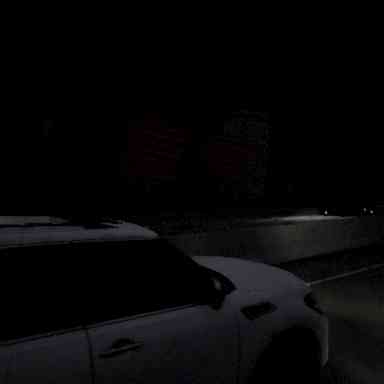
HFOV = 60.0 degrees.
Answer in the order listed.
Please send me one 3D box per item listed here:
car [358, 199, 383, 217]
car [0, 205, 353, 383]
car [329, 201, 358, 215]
[{"bbox_3d":[16.767,1.408,28.828,4.892,1.490,1.837,0,0,-35],"label":"car"},{"bbox_3d":[-1.144,1.217,2.930,5.566,2.045,2.150,0,0,-35],"label":"car"},{"bbox_3d":[13.779,1.507,30.999,4.718,1.301,1.895,0,0,-35],"label":"car"}]
